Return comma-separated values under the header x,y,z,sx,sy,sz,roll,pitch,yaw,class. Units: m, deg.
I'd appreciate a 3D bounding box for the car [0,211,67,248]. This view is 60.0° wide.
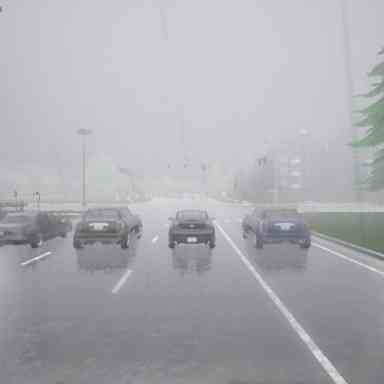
x,y,z,sx,sy,sz,roll,pitch,yaw,class
-7.000,1.560,14.650,2.033,1.411,5.357,0,0,0,car

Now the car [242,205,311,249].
x,y,z,sx,sy,sz,roll,pitch,yaw,class
3.500,1.363,14.620,2.097,1.767,4.553,0,0,0,car

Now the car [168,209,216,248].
x,y,z,sx,sy,sz,roll,pitch,yaw,class
0.000,1.513,14.650,1.837,1.490,4.892,0,0,0,car

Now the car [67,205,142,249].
x,y,z,sx,sy,sz,roll,pitch,yaw,class
-3.500,1.363,14.620,2.097,1.767,4.553,0,0,0,car
